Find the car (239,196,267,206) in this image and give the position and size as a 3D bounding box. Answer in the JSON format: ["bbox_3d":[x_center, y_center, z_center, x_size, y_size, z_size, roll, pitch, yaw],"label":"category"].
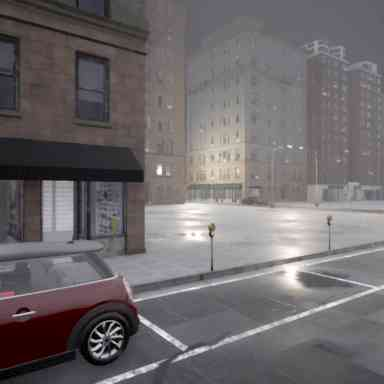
[{"bbox_3d":[9.148,1.362,49.744,1.812,1.442,4.674,0,0,-36],"label":"car"}]

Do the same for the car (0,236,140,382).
[{"bbox_3d":[-2.830,1.440,4.168,4.097,1.590,1.967,0,0,-36],"label":"car"}]
